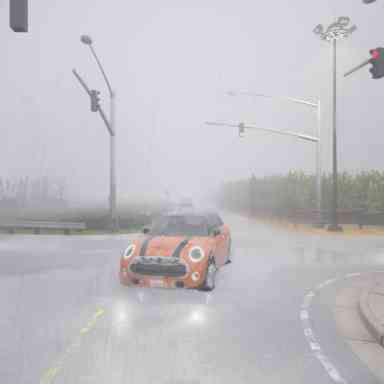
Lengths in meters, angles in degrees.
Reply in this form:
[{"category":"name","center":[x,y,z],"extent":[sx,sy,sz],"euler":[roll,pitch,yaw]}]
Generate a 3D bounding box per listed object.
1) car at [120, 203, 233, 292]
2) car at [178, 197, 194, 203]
[{"category":"car","center":[-0.174,1.344,9.224],"extent":[2.097,1.767,4.553],"euler":[-1,0,15]},{"category":"car","center":[-0.799,1.443,43.342],"extent":[1.882,1.535,5.008],"euler":[0,0,-3]}]
